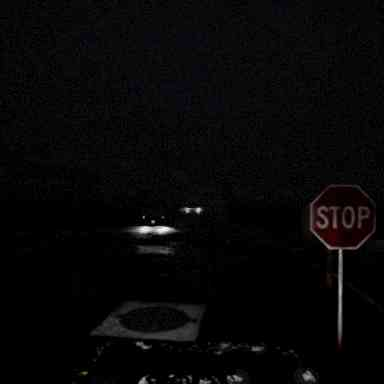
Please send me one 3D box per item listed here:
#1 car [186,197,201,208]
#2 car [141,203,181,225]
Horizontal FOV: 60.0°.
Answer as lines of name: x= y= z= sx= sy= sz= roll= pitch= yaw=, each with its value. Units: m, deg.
car: x=0.293 y=1.474 z=48.779 sx=1.882 sy=1.535 sz=5.008 roll=0 pitch=0 yaw=7
car: x=-2.104 y=1.538 z=24.208 sx=2.033 sy=1.411 sz=5.357 roll=0 pitch=0 yaw=9
